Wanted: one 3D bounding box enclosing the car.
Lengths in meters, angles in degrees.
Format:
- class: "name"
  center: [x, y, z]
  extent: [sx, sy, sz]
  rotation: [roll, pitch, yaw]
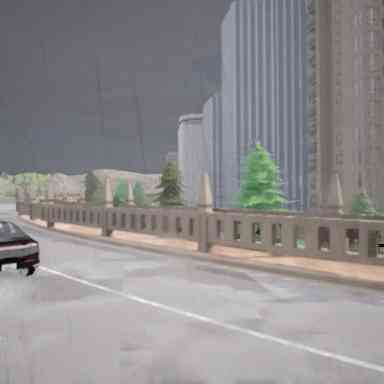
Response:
- class: "car"
  center: [-5.990, 1.519, 9.306]
  extent: [4.902, 1.511, 2.128]
  rotation: [0, 0, 43]
